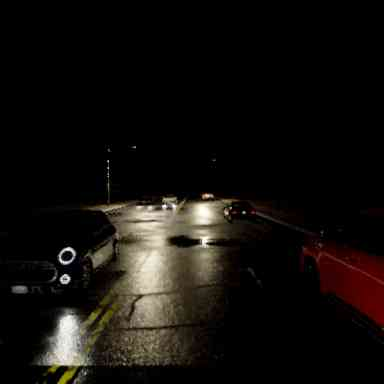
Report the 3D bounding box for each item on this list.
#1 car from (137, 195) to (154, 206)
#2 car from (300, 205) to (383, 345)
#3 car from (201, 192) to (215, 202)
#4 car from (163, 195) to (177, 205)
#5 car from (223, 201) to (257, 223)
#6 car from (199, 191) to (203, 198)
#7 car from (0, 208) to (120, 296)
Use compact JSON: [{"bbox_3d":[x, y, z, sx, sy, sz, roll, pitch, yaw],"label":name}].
[{"bbox_3d":[-6.587,1.147,47.721,1.882,1.535,5.008,0,1,0],"label":"car"},{"bbox_3d":[3.348,1.189,4.698,2.150,2.045,5.566,0,0,0],"label":"car"},{"bbox_3d":[3.245,1.158,63.362,1.895,1.301,4.718,0,0,0],"label":"car"},{"bbox_3d":[-3.332,1.180,49.936,1.812,1.442,4.674,0,1,0],"label":"car"},{"bbox_3d":[3.347,1.384,23.981,2.033,1.411,5.357,0,0,0],"label":"car"},{"bbox_3d":[3.244,0.830,74.300,2.097,1.767,4.553,0,0,0],"label":"car"},{"bbox_3d":[-3.351,1.292,8.701,2.097,1.767,4.553,0,0,0],"label":"car"}]
